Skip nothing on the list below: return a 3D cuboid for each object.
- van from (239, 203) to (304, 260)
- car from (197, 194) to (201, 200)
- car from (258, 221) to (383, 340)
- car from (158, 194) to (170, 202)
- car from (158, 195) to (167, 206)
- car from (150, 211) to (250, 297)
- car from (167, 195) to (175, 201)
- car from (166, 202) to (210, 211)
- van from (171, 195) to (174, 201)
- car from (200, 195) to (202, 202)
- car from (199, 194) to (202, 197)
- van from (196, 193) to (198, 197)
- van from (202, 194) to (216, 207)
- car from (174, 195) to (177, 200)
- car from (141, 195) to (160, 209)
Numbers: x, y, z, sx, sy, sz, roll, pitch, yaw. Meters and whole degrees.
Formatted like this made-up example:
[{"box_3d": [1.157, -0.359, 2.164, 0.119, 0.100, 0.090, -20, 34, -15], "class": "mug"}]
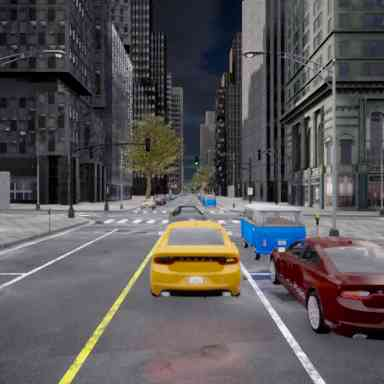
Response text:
[{"box_3d": [2.783, 1.343, 12.124, 1.690, 1.788, 3.998, 0, 0, 0], "class": "van"}, {"box_3d": [2.770, 1.600, 71.761, 2.008, 1.369, 4.403, 0, 0, 0], "class": "car"}, {"box_3d": [2.781, 1.545, 6.599, 1.887, 1.381, 4.507, 0, 0, 0], "class": "car"}, {"box_3d": [-5.755, 1.350, 60.580, 2.192, 1.841, 5.009, 0, 0, 0], "class": "car"}, {"box_3d": [-5.756, 1.574, 55.291, 1.887, 1.381, 4.507, 0, 0, 0], "class": "car"}, {"box_3d": [0.089, 1.479, 8.649, 1.882, 1.535, 5.008, 0, 0, 0], "class": "car"}, {"box_3d": [-5.754, 1.604, 92.144, 1.752, 1.417, 4.829, 0, 0, 0], "class": "car"}, {"box_3d": [-0.379, 1.568, 21.564, 1.994, 1.385, 4.181, 0, 0, -9], "class": "car"}, {"box_3d": [-5.754, 1.396, 76.447, 1.690, 1.788, 3.998, 0, 0, 0], "class": "van"}, {"box_3d": [2.769, 1.596, 55.521, 1.947, 1.339, 4.313, 0, 0, 0], "class": "car"}, {"box_3d": [2.769, 1.624, 66.348, 1.802, 1.307, 4.206, 0, 0, 0], "class": "car"}, {"box_3d": [2.771, 1.422, 93.415, 1.690, 1.788, 3.998, 0, 0, 0], "class": "van"}, {"box_3d": [2.770, 1.366, 50.109, 1.690, 1.788, 3.998, 0, 0, 0], "class": "van"}, {"box_3d": [-5.755, 1.637, 87.024, 1.947, 1.339, 4.313, 0, 0, 0], "class": "car"}, {"box_3d": [-5.762, 1.545, 44.541, 1.752, 1.417, 4.829, 0, 0, 0], "class": "car"}]
